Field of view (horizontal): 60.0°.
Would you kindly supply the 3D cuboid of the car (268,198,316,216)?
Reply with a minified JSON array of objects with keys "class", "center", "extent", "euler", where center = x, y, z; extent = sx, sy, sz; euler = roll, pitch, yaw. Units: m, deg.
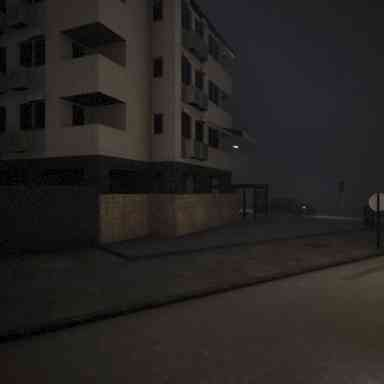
[{"class":"car","center":[9.654,1.352,32.314],"extent":[2.097,1.767,4.553],"euler":[0,0,-35]}]
